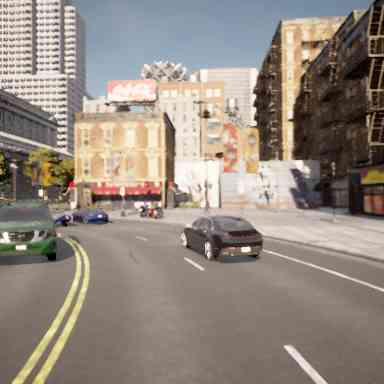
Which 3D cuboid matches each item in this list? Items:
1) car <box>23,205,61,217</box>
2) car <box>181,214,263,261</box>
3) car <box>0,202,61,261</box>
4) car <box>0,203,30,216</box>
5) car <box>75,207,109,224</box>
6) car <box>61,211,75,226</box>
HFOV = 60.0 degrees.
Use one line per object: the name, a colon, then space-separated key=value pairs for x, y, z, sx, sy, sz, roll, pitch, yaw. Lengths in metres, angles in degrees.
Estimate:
car: x=-18.026 y=2.200 z=39.853 sx=4.718 sy=1.301 sz=1.895 roll=-1 pitch=-1 yaw=33
car: x=0.976 y=1.650 z=13.081 sx=1.837 sy=1.490 sz=4.892 roll=0 pitch=-1 yaw=-18
car: x=-6.472 y=1.424 z=12.951 sx=2.150 sy=2.045 sz=5.566 roll=0 pitch=-1 yaw=-24
car: x=-23.195 y=2.194 z=42.327 sx=4.674 sy=1.452 sz=2.002 roll=-1 pitch=-1 yaw=23
car: x=-8.945 y=1.969 z=28.735 sx=1.994 sy=1.385 sz=4.181 roll=0 pitch=-1 yaw=-44
car: x=-11.414 y=1.997 z=26.273 sx=1.895 sy=1.301 sz=4.718 roll=0 pitch=-1 yaw=-44
